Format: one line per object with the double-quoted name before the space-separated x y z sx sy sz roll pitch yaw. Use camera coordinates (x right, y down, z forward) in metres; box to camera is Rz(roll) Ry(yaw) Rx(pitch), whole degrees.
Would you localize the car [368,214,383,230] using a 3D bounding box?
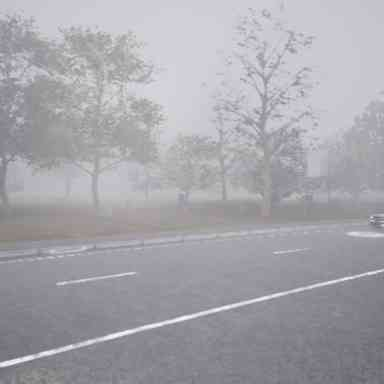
"car" 12.551 1.546 19.437 4.718 1.301 1.895 0 0 -27
